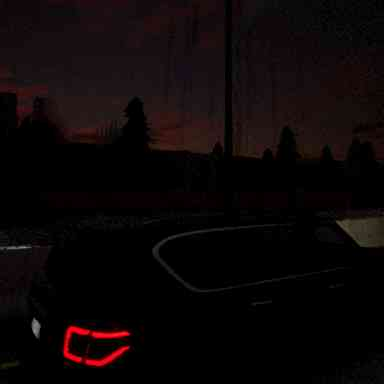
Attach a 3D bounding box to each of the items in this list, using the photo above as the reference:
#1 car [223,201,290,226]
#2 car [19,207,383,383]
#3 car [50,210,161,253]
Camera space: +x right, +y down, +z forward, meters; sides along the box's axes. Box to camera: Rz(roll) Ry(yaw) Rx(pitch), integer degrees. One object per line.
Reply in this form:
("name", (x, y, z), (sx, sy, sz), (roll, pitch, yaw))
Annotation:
("car", (4.849, 1.509, 24.667), (4.902, 1.511, 2.128), (0, 0, -36))
("car", (0.862, 1.224, 4.373), (5.566, 2.045, 2.150), (0, 0, -35))
("car", (-3.651, 1.571, 14.290), (4.181, 1.385, 1.994), (0, 0, -36))
